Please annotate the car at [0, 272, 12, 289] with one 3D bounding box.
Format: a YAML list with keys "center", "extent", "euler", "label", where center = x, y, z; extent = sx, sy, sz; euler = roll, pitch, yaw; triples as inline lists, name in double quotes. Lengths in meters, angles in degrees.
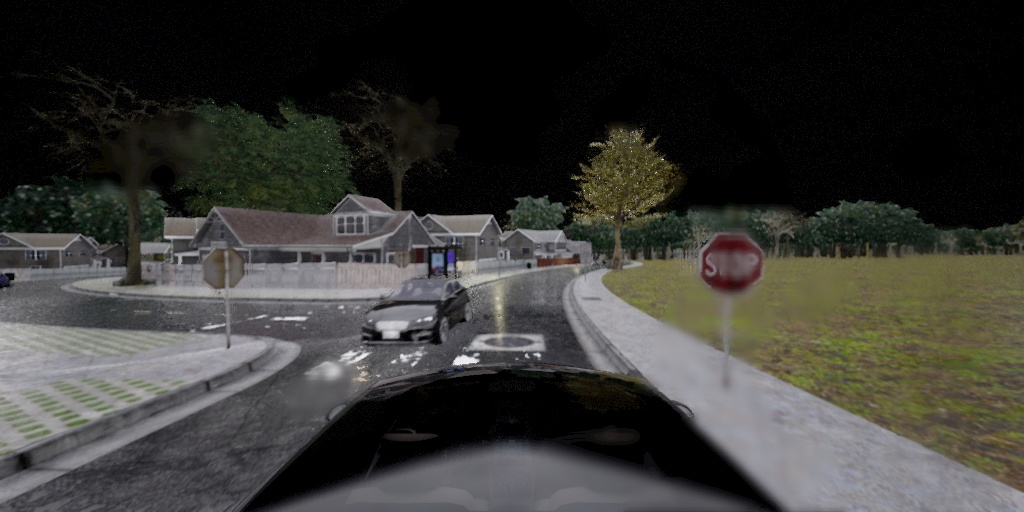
- center: [-45.498, 2.118, 31.182]
  extent: [4.674, 1.442, 1.812]
  euler: [-1, 0, 42]
  label: "car"

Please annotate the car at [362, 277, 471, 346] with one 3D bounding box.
- center: [-2.401, 1.389, 10.068]
  extent: [2.128, 1.511, 4.902]
  euler: [-1, 0, 4]
  label: "car"
